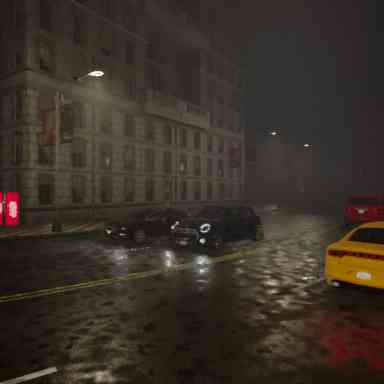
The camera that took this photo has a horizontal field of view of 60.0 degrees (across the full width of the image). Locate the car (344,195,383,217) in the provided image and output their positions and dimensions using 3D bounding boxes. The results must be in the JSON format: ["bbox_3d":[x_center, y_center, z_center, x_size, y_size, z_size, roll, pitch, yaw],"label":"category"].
[{"bbox_3d":[11.242,1.211,21.137,2.150,2.045,5.566,0,0,36],"label":"car"}]

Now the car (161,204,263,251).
[{"bbox_3d":[1.162,1.341,14.303,2.097,1.767,4.553,0,0,42],"label":"car"}]

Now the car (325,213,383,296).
[{"bbox_3d":[5.040,1.475,8.130,1.882,1.535,5.008,0,0,45],"label":"car"}]

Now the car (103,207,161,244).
[{"bbox_3d":[-1.922,1.493,16.071,1.837,1.490,4.892,0,0,43],"label":"car"}]
